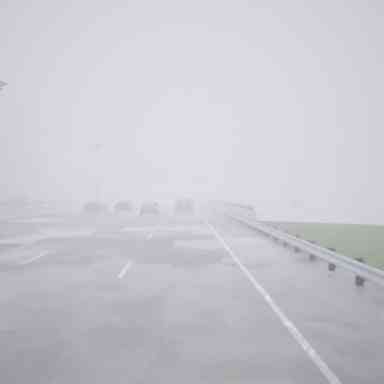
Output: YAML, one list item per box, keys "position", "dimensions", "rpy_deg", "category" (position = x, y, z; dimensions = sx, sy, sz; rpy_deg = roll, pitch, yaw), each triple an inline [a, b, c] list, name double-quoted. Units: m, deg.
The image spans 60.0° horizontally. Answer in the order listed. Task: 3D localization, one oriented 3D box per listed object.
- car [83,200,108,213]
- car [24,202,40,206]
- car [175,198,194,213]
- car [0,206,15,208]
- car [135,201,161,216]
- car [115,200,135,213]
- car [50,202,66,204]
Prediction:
- position: [-11.431, 1.693, 39.676]
  dimensions: [1.882, 1.535, 5.008]
  rpy_deg: [-1, 0, -1]
  category: "car"
- position: [-25.970, 2.068, 55.664]
  dimensions: [2.033, 1.411, 5.357]
  rpy_deg: [-1, -1, -1]
  category: "car"
- position: [-0.910, 1.469, 38.820]
  dimensions: [2.097, 1.767, 4.553]
  rpy_deg: [-1, 0, -1]
  category: "car"
- position: [-29.467, 1.772, 55.492]
  dimensions: [2.150, 2.045, 5.566]
  rpy_deg: [-1, -1, -1]
  category: "car"
- position: [-4.325, 1.677, 34.863]
  dimensions: [2.033, 1.411, 5.357]
  rpy_deg: [-1, 0, -1]
  category: "car"
- position: [-7.927, 1.688, 39.580]
  dimensions: [1.837, 1.490, 4.892]
  rpy_deg: [0, 0, -1]
  category: "car"
- position: [-22.475, 2.037, 55.773]
  dimensions: [2.033, 1.411, 5.357]
  rpy_deg: [-1, -1, -1]
  category: "car"
